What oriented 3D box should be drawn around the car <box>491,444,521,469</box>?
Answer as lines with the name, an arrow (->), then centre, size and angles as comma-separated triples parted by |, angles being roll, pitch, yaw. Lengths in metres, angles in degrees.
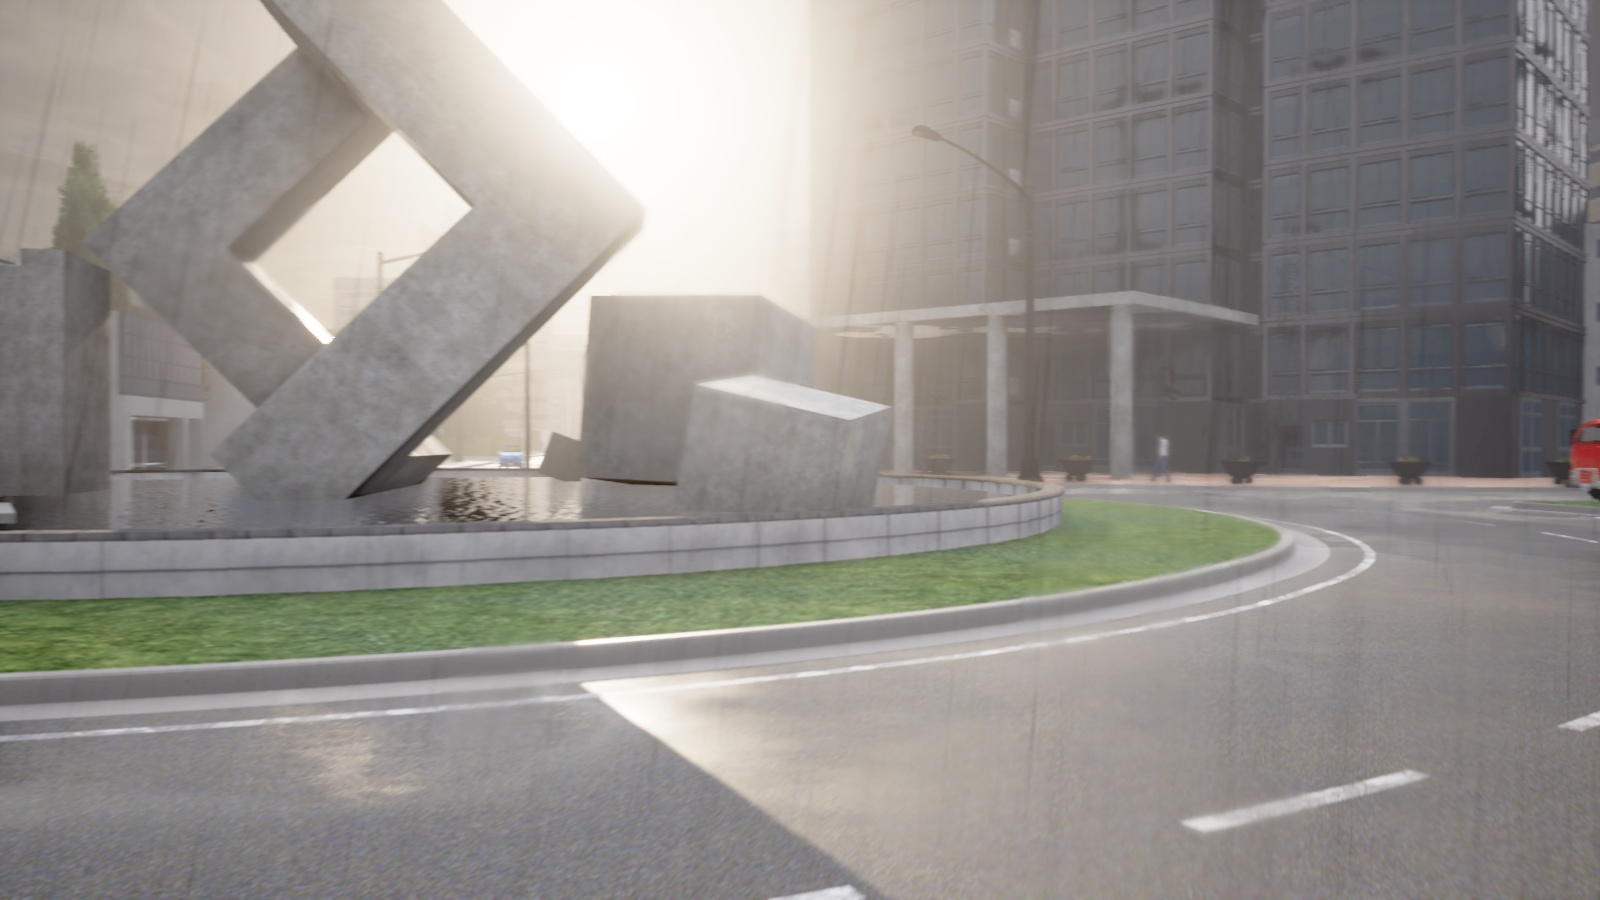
car -> -16.383, 0.344, 70.050 | 1.481, 1.376, 2.207 | 0, 0, -8

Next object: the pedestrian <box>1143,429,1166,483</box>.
pedestrian -> 12.282, 0.196, 43.511 | 0.354, 1.836, 0.706 | 0, 0, -28

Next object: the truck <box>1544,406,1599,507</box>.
truck -> 22.159, 0.156, 31.689 | 5.204, 2.467, 2.627 | 0, 0, -1
